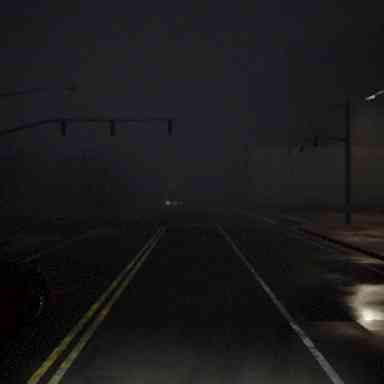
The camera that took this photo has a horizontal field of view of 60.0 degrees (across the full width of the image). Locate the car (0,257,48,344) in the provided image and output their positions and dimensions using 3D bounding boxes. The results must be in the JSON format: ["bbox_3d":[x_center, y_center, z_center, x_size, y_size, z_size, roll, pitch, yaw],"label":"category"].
[{"bbox_3d":[-3.588,1.558,4.288,1.994,1.385,4.181,0,0,0],"label":"car"}]

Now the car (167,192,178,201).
[{"bbox_3d":[-3.505,0.741,59.992,2.033,1.411,5.357,0,6,0],"label":"car"}]
